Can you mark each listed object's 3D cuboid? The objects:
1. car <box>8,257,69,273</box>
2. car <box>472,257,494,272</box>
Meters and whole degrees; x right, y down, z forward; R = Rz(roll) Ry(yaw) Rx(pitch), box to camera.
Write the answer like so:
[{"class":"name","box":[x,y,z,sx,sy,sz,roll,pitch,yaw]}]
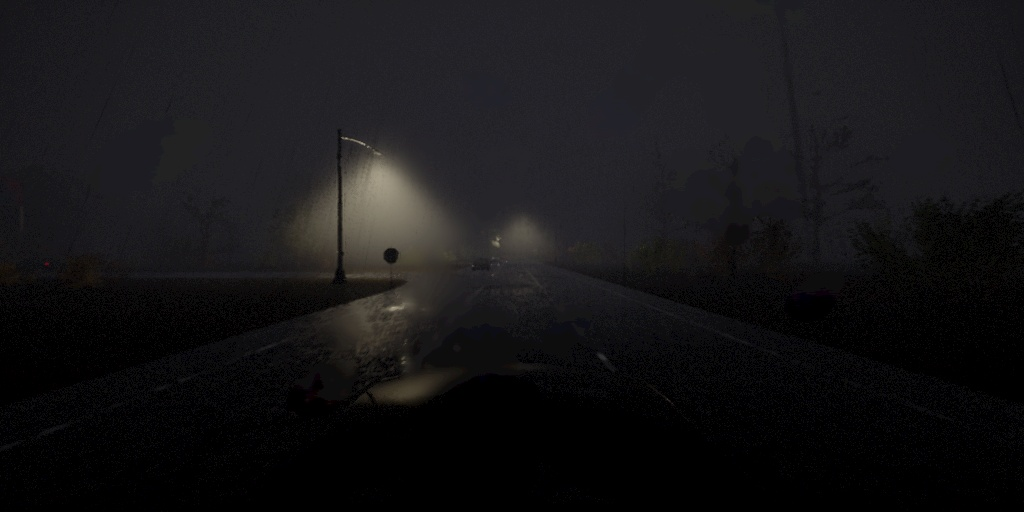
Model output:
[{"class":"car","box":[-48.999,0.880,37.053,4.553,1.767,2.097,0,0,2]},{"class":"car","box":[-3.454,0.971,41.322,1.882,1.535,5.008,0,0,0]}]
